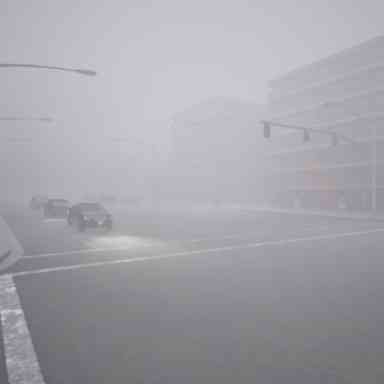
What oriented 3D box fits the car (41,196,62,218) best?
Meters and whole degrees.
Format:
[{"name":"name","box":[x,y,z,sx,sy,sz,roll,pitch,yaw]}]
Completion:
[{"name":"car","box":[-11.739,1.383,29.205,1.812,1.442,4.674,0,1,-32]}]

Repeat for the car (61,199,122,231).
[{"name":"car","box":[-6.375,1.448,20.584,2.128,1.511,4.902,0,1,-32]}]

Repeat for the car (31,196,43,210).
[{"name":"car","box":[-17.167,1.206,37.939,1.882,1.535,5.008,0,1,-32]}]

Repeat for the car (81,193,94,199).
[{"name":"car","box":[-18.736,0.969,60.495,1.837,1.490,4.892,0,0,-32]}]

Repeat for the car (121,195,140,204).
[{"name":"car","box":[-9.977,1.131,53.238,1.994,1.385,4.181,0,1,-32]}]

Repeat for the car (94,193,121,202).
[{"name":"car","box":[-13.225,1.052,51.644,1.882,1.535,5.008,0,1,-32]}]

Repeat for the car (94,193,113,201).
[{"name":"car","box":[-17.292,0.936,64.966,2.128,1.511,4.902,0,0,-32]}]
